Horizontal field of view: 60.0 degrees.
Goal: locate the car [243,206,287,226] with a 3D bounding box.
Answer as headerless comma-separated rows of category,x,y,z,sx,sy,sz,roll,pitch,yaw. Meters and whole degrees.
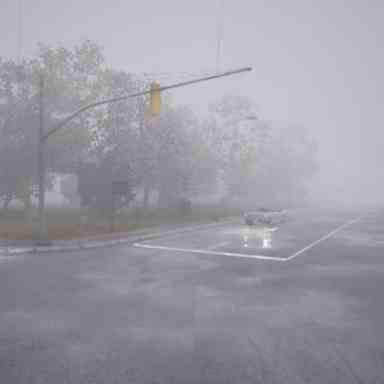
car,5.527,1.715,24.798,1.895,1.301,4.718,-1,0,32
